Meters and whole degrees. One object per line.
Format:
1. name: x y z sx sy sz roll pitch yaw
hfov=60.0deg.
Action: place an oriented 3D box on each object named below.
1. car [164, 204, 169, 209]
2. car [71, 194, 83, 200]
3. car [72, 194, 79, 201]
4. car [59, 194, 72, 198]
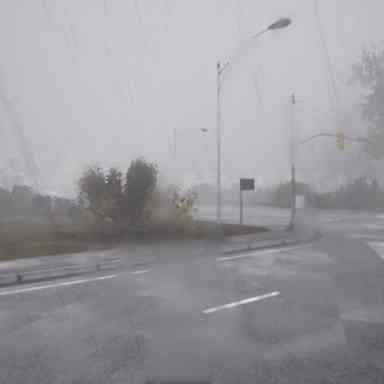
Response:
1. car: -4.905 1.426 44.053 1.837 1.490 4.892 0 0 -39
2. car: -30.917 1.398 89.224 1.837 1.490 4.892 0 0 -35
3. car: -17.500 1.296 54.374 1.994 1.385 4.181 0 0 -38
4. car: -33.958 1.266 87.459 2.097 1.767 4.553 0 0 -35
